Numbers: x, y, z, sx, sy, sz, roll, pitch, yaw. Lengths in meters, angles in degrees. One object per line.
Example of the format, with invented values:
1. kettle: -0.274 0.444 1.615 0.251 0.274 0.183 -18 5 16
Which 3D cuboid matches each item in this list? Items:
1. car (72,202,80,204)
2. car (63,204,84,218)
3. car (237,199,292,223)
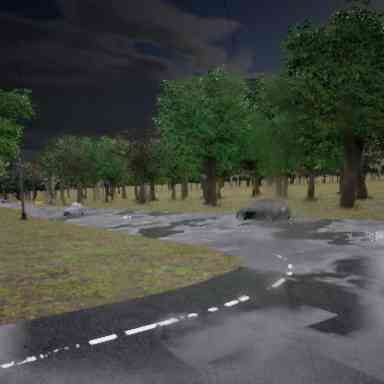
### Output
1. car: -24.080 2.891 68.604 1.812 1.442 4.674 -4 1 -36
2. car: -16.500 2.775 46.171 1.812 1.442 4.674 -4 1 -36
3. car: 5.764 1.481 27.234 2.097 1.767 4.553 -4 1 -36
